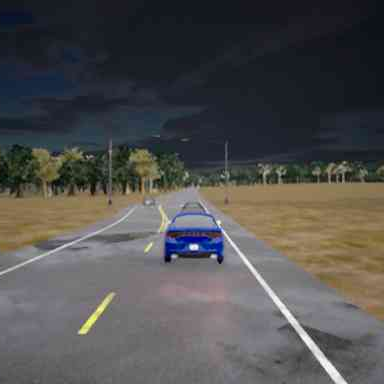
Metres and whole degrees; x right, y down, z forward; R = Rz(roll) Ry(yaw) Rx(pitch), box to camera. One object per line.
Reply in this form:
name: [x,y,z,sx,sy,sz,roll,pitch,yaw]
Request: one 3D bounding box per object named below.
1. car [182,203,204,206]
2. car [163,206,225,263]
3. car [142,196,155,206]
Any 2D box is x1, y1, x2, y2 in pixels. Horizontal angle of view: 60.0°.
car: [0.075,1.542,27.050,1.994,1.385,4.181,0,0,0]
car: [0.073,1.469,12.021,1.882,1.535,5.008,0,-1,0]
car: [-6.648,1.396,51.308,2.128,1.511,4.902,0,0,-4]
